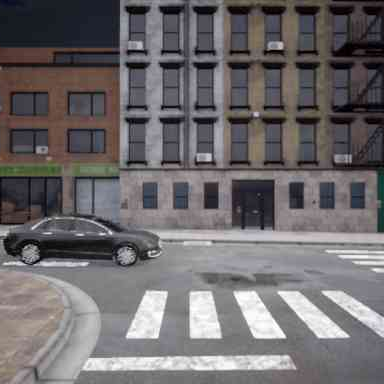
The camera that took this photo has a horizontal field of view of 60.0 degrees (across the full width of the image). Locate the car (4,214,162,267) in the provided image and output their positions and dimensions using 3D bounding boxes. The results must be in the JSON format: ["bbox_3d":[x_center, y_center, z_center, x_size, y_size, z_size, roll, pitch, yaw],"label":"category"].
[{"bbox_3d":[-3.436,1.502,10.872,4.892,1.490,1.837,1,-1,0],"label":"car"}]
